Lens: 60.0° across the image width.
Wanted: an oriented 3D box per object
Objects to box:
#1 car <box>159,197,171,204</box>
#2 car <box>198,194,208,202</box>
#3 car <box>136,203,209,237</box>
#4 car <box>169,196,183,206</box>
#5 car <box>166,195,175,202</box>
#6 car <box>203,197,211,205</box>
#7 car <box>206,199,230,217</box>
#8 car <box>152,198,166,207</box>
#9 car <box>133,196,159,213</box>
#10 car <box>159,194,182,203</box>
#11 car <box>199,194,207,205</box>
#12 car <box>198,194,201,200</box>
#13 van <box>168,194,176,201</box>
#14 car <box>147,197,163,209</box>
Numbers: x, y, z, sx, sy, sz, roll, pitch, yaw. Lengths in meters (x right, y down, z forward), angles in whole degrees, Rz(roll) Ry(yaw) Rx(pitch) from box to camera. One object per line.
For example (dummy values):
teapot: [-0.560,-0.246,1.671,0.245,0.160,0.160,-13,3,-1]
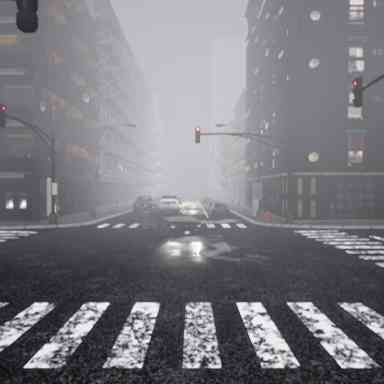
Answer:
car: [-5.229,1.605,64.692,1.802,1.307,4.206,-1,0,0]
car: [2.673,1.341,81.250,2.192,1.841,5.009,-1,0,0]
car: [-1.294,1.556,18.426,2.033,1.411,5.357,0,0,-24]
car: [-2.725,1.515,57.898,2.128,1.511,4.902,0,0,1]
car: [-5.205,1.551,81.134,1.752,1.417,4.829,-1,0,0]
car: [2.610,1.566,36.935,2.008,1.369,4.403,-1,0,0]
car: [2.602,1.596,31.396,1.802,1.307,4.206,-1,0,0]
car: [-5.245,1.603,53.618,1.802,1.307,4.206,-1,0,0]
car: [-5.273,1.330,37.007,2.192,1.841,5.009,-1,0,0]
car: [-2.799,1.240,40.775,2.150,2.045,5.566,0,0,1]
car: [2.643,1.567,59.092,1.887,1.381,4.507,-1,0,0]
car: [2.668,1.607,75.710,1.802,1.307,4.206,-1,0,0]
van: [-5.198,1.367,86.841,1.690,1.788,3.998,-1,0,0]
car: [-5.254,1.544,47.911,1.752,1.417,4.829,-1,0,0]
